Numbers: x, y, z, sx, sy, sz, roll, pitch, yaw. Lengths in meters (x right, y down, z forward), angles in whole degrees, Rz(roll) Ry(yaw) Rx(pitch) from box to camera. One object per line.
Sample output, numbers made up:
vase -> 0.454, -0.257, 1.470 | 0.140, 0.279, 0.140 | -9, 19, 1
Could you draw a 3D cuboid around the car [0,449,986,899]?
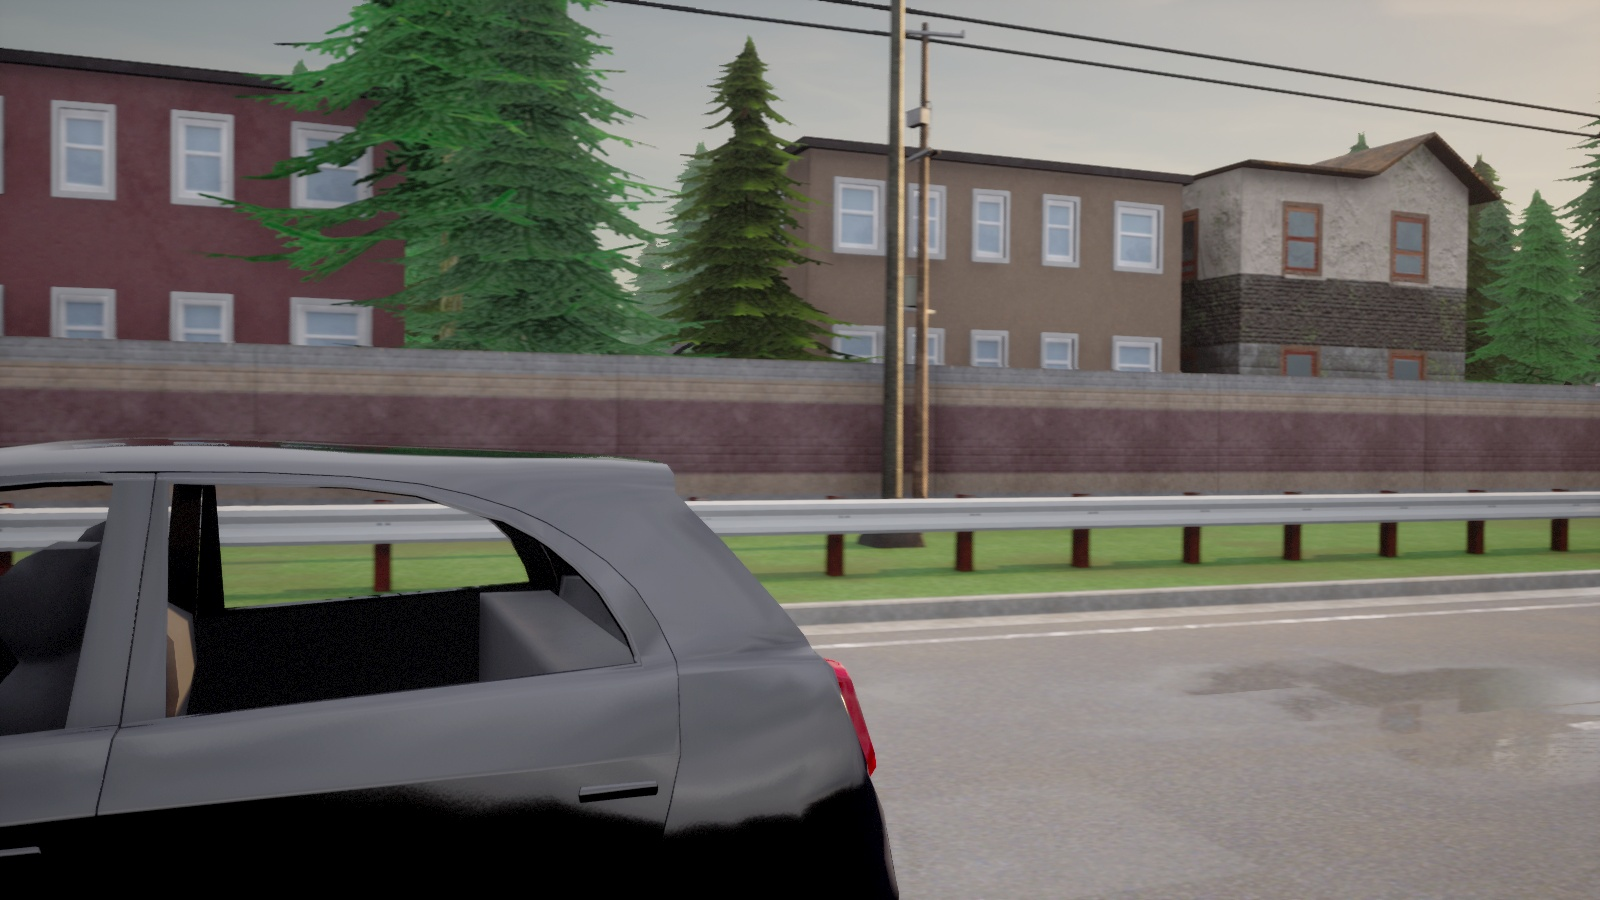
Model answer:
car -> -1.672, 0.788, 2.604 | 3.633, 1.501, 1.845 | -1, 1, -21
